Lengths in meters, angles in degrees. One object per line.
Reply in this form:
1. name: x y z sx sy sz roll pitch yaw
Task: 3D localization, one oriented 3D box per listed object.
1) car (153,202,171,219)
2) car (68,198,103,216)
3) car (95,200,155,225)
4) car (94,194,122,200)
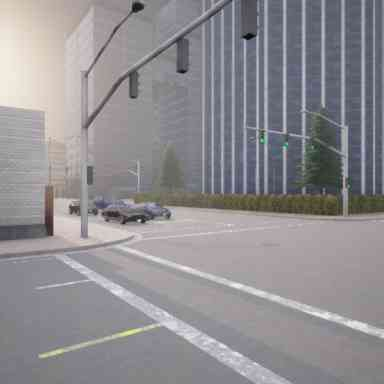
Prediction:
1. car: -3.626 1.581 29.119 1.812 1.442 4.674 0 0 -36
2. car: -10.894 1.560 33.209 1.837 1.490 4.892 0 0 -36
3. car: -5.218 1.603 25.304 2.033 1.411 5.357 0 0 -36
4. car: -9.295 1.277 36.986 2.150 2.045 5.566 0 0 -36
